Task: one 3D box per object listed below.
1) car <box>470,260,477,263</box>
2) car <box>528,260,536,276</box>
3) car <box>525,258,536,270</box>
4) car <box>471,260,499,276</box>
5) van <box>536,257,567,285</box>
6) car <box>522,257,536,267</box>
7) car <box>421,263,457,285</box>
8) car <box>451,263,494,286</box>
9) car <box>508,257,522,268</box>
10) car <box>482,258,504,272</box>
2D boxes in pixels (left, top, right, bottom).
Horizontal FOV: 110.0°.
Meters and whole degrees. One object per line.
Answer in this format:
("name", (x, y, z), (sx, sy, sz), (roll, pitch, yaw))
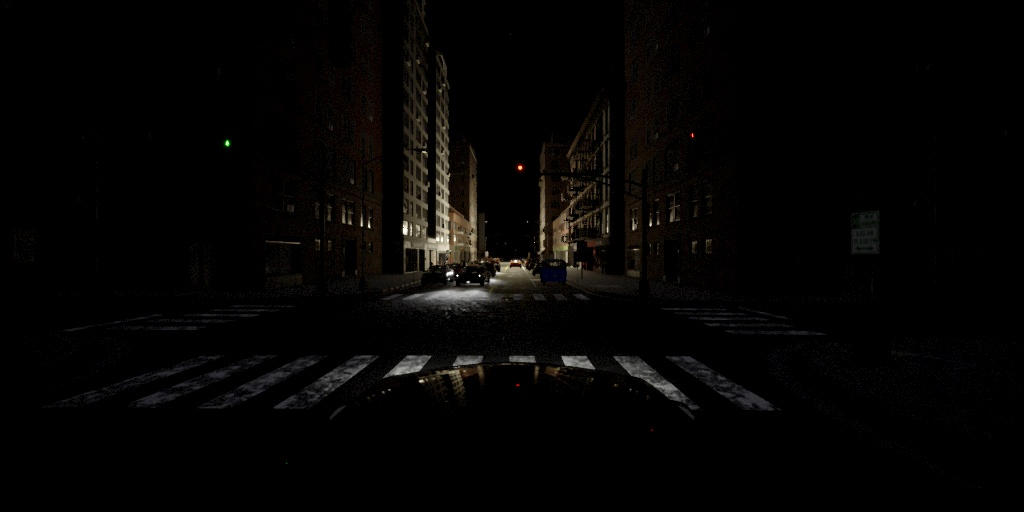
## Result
("car", (-4.987, 1.269, 47.977), (1.751, 1.417, 4.829), (0, 0, 1))
("car", (2.939, 1.329, 36.720), (1.802, 1.307, 4.207), (0, 0, 1))
("car", (3.039, 1.325, 48.082), (1.802, 1.307, 4.207), (0, 0, 1))
("car", (-2.558, 1.348, 35.139), (1.895, 1.301, 4.718), (0, 0, 0))
("van", (2.840, 1.089, 25.358), (1.690, 1.789, 3.998), (0, 0, 1))
("car", (3.089, 1.054, 53.764), (2.192, 1.841, 5.009), (0, 0, 1))
("car", (-5.185, 1.299, 25.419), (2.007, 1.370, 4.403), (0, 0, 1))
("car", (-2.658, 1.349, 25.127), (1.895, 1.301, 4.718), (0, 0, 4))
("car", (0.602, 1.336, 59.039), (1.895, 1.301, 4.718), (0, 0, 1))
("car", (-2.464, 1.309, 45.193), (1.994, 1.385, 4.181), (0, 0, 1))
